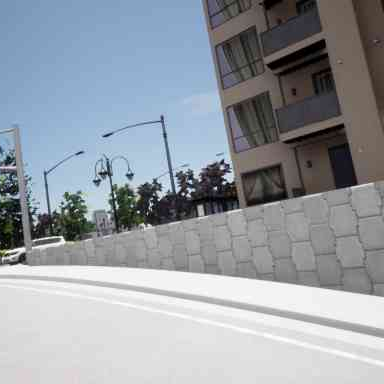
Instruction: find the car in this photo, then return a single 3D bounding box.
[{"bbox_3d":[-14.084,5.317,30.302,2.150,2.045,5.566,-14,-8,35],"label":"car"}]
